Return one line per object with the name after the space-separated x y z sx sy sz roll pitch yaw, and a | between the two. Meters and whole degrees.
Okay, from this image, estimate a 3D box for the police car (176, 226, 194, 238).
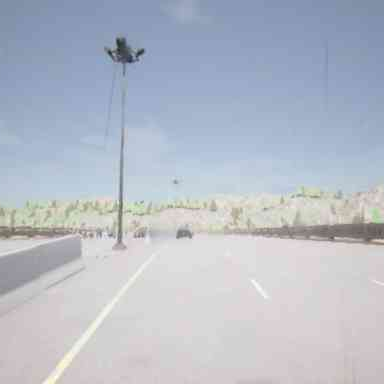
-1.058 5.329 44.369 1.930 1.638 5.238 0 -7 0 | police car

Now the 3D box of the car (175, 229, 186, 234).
-3.038 10.821 90.374 1.895 1.301 4.718 2 -7 -16 | car

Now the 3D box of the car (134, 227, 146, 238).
-7.078 5.821 48.058 1.882 1.535 5.008 0 -7 0 | car

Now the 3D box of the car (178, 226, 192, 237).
-1.060 6.420 54.169 2.097 1.767 4.553 0 -7 0 | car

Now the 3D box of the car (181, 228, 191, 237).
-1.060 7.306 60.136 1.812 1.442 4.674 0 -7 0 | car

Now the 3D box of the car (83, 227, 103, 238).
-14.075 5.787 47.654 2.128 1.511 4.902 0 -7 0 | car

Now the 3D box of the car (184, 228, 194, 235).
-0.704 9.250 77.827 1.812 1.442 4.674 1 -7 -8 | car

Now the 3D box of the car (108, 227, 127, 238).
-10.577 5.771 47.644 1.882 1.535 5.008 0 -7 0 | car
